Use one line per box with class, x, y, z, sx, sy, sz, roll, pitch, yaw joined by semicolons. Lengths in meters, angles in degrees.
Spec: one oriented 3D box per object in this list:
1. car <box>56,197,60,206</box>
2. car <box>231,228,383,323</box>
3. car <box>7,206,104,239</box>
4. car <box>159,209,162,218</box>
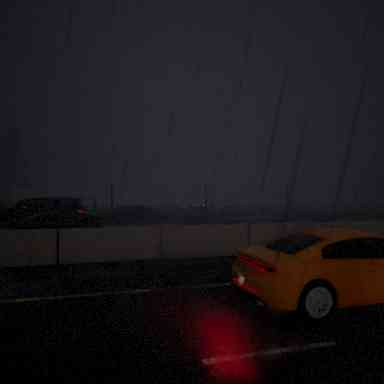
car;-8.669;1.309;18.407;5.566;2.045;2.150;0;0;-16
car;3.323;1.528;7.077;5.008;1.535;1.882;0;0;-16
car;-6.601;1.566;15.358;4.902;1.511;2.128;0;0;-16
car;-5.146;1.687;26.701;5.357;1.411;2.033;0;0;-16
